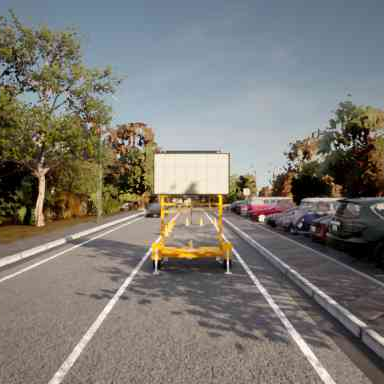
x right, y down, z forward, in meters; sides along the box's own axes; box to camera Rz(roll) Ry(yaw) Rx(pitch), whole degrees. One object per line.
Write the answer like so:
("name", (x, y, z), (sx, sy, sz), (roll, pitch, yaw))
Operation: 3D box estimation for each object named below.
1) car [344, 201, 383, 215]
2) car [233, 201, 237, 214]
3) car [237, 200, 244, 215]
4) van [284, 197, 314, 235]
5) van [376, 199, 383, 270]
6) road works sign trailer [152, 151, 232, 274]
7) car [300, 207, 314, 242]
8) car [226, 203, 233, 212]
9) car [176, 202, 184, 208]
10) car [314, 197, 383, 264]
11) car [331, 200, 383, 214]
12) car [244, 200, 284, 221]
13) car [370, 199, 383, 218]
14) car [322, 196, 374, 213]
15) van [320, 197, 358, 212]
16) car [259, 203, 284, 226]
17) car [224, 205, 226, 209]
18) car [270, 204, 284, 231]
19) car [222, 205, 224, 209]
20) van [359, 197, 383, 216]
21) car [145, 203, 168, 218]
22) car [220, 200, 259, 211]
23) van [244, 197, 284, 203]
("car", (20.187, 1.789, 37.769), (4.892, 1.521, 2.231), (0, -1, 0))
("car", (7.139, 1.786, 35.226), (4.792, 1.488, 2.163), (0, -1, 0))
("car", (7.107, 1.761, 32.451), (4.674, 1.452, 2.002), (0, -1, 0))
("van", (6.957, 1.281, 15.798), (4.442, 1.987, 1.878), (0, -1, 0))
("van", (6.942, 1.234, 7.486), (4.442, 1.987, 1.878), (0, 0, 0))
("road works sign trailer", (-0.017, 0.492, 10.607), (2.380, 3.560, 2.880), (0, 0, -1))
("car", (7.098, 1.501, 13.013), (4.792, 1.488, 2.163), (0, 0, 0))
("car", (7.086, 1.541, 38.006), (5.566, 2.045, 2.435), (0, -1, 0))
("car", (-3.153, 3.418, 85.607), (2.128, 1.511, 4.902), (0, -3, 0))
("car", (7.092, 1.200, 10.262), (5.566, 2.045, 2.435), (0, 0, 0))
("car", (20.014, 1.823, 40.537), (5.366, 1.575, 1.946), (0, -1, 0))
("car", (7.100, 1.650, 26.899), (5.008, 1.535, 2.097), (0, -1, 0))
("car", (20.152, 1.591, 32.231), (4.553, 1.767, 2.185), (0, -1, 0))
("car", (20.232, 1.616, 43.309), (5.566, 2.045, 2.435), (0, -1, 0))
("van", (20.327, 1.696, 46.200), (4.442, 1.987, 1.878), (0, -1, 0))
("car", (7.054, 1.608, 21.348), (4.792, 1.488, 2.163), (0, -1, 0))
("car", (7.131, 1.874, 43.551), (5.008, 1.535, 2.097), (0, -1, 0))
("car", (7.082, 1.583, 18.571), (4.674, 1.452, 2.002), (0, -1, 0))
("car", (7.135, 1.926, 46.322), (4.892, 1.521, 2.231), (0, -1, 0))
("van", (20.306, 1.527, 35.002), (4.442, 1.987, 1.878), (0, -1, 0))
("car", (-3.321, 1.785, 32.642), (2.033, 1.411, 5.357), (0, -1, 0))
("car", (6.949, 1.981, 49.091), (5.366, 1.575, 1.946), (0, -1, 0))
("van", (7.216, 1.460, 29.678), (4.442, 1.987, 1.878), (0, -1, 0))
